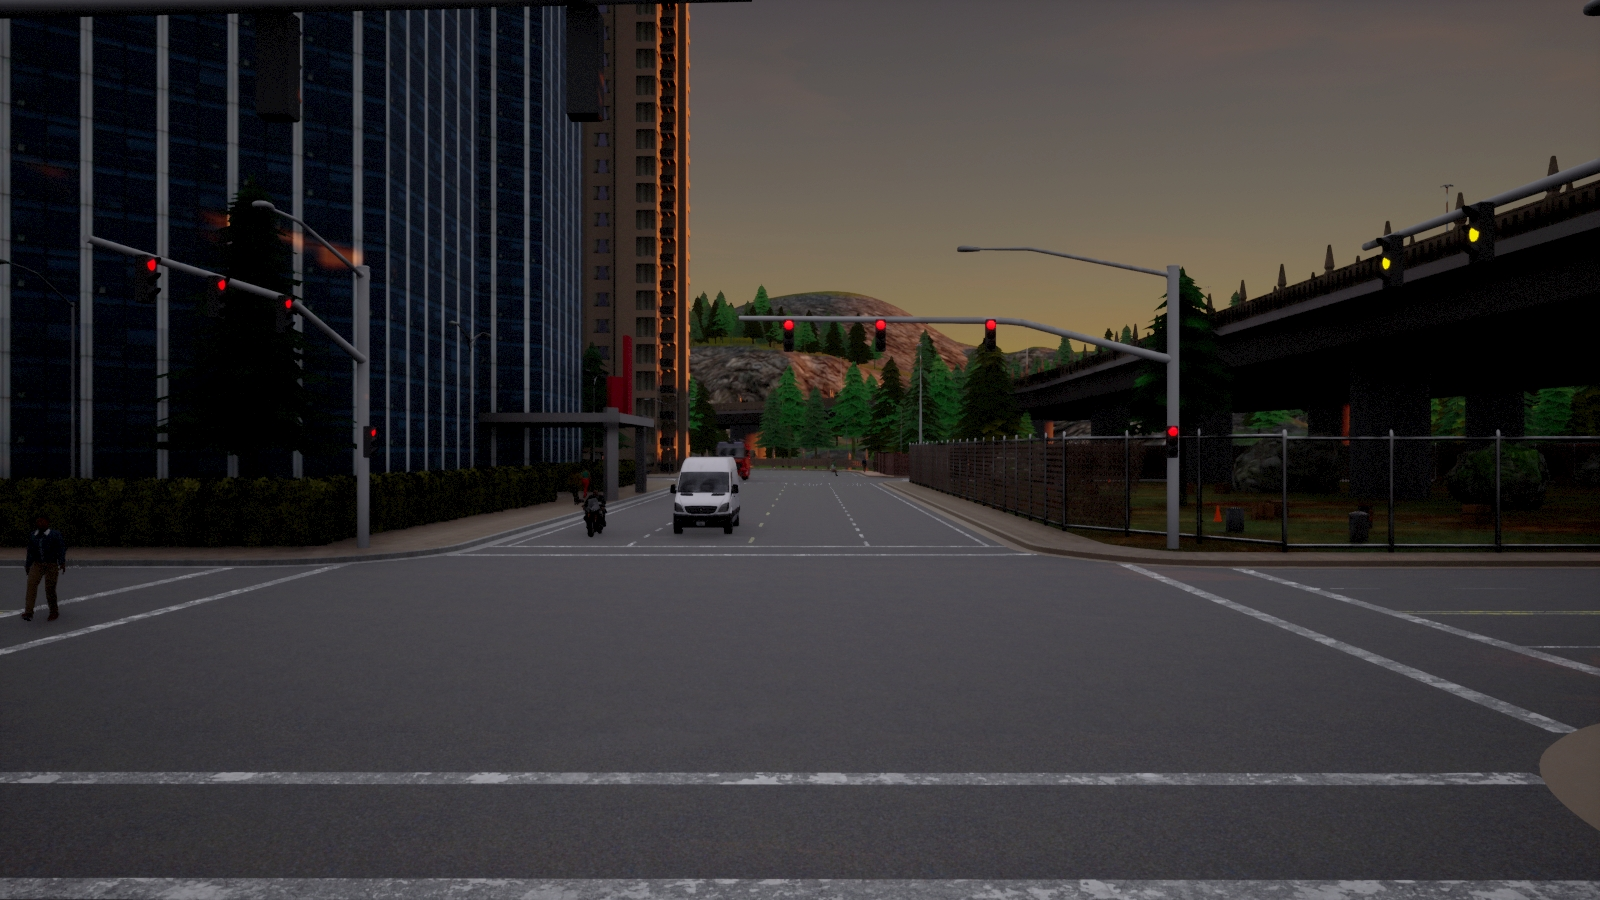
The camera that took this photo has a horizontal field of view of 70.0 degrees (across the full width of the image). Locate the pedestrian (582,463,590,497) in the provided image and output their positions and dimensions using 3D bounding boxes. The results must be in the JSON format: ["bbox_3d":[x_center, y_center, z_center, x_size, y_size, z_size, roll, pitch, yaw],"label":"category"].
[{"bbox_3d":[-11.669,1.641,62.266,0.375,1.860,0.375,0,0,0],"label":"pedestrian"}]

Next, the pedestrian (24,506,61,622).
[{"bbox_3d":[-12.384,1.848,18.687,0.375,1.860,0.375,0,0,-8],"label":"pedestrian"}]

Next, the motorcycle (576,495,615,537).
[{"bbox_3d":[-6.735,2.150,37.693,0.867,1.251,2.209,0,0,0],"label":"motorcycle"}]

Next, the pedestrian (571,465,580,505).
[{"bbox_3d":[-10.608,1.642,54.045,0.375,1.860,0.375,0,0,0],"label":"pedestrian"}]

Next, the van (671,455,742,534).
[{"bbox_3d":[-3.226,1.479,40.346,1.988,2.561,5.915,0,0,0],"label":"van"}]
